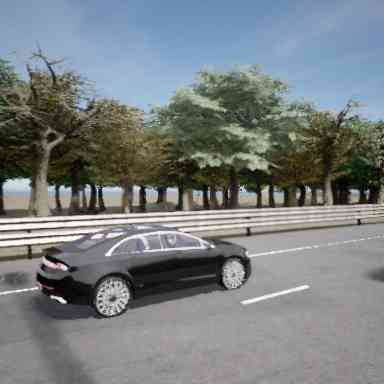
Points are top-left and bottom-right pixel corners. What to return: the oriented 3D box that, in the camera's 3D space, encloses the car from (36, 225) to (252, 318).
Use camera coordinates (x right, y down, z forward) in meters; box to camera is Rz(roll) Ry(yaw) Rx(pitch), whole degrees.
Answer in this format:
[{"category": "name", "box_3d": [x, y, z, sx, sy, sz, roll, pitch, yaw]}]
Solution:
[{"category": "car", "box_3d": [-0.777, 1.489, 7.434, 4.902, 1.511, 2.128, 0, 0, -35]}]
